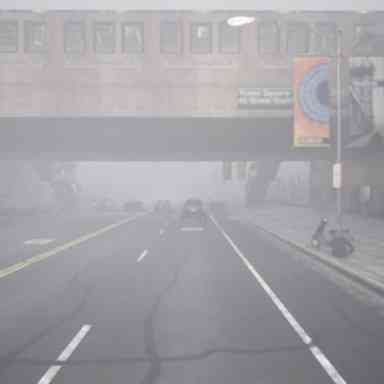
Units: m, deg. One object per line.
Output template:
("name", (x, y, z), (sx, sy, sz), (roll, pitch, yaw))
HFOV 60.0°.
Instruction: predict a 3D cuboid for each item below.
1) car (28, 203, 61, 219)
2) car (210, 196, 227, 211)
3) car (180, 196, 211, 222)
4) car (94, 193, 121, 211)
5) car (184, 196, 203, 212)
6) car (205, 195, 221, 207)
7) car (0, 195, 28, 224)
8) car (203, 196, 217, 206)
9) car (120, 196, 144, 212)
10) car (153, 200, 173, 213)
("car", (-13.588, 1.606, 29.197), (1.895, 1.301, 4.718), (0, 0, 0))
("car", (3.149, 1.497, 40.415), (2.231, 1.521, 4.892), (0, 0, 10))
("car", (0.148, 1.363, 26.424), (2.097, 1.767, 4.553), (0, 0, 1))
("car", (-10.451, 1.368, 40.655), (2.097, 1.767, 4.553), (0, 0, 0))
("car", (0.196, 1.367, 39.406), (2.097, 1.767, 4.553), (0, 0, 1))
("car", (3.191, 1.375, 51.190), (2.185, 1.767, 4.553), (0, 0, 0))
("car", (-13.547, 1.237, 21.801), (2.435, 2.045, 5.566), (0, 0, 0))
("car", (3.056, 1.503, 57.616), (2.097, 1.535, 5.008), (0, 0, 0))
("car", (-6.955, 1.493, 39.978), (1.882, 1.535, 5.008), (0, 0, 0))
("car", (-3.271, 1.562, 37.757), (2.033, 1.411, 5.357), (0, 0, 0))
